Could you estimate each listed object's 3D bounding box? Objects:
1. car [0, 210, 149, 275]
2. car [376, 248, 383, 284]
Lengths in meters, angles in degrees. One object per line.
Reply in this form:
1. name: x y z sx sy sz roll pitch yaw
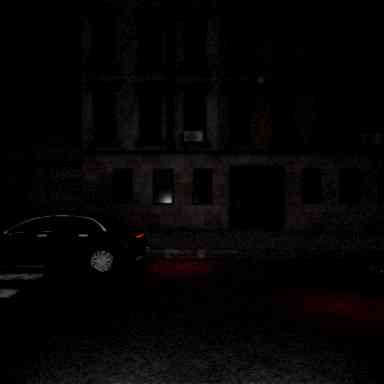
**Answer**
1. car: -3.635 1.255 8.966 4.892 1.490 1.837 1 1 -3
2. car: 6.244 1.485 6.467 4.892 1.490 1.837 1 1 -3
